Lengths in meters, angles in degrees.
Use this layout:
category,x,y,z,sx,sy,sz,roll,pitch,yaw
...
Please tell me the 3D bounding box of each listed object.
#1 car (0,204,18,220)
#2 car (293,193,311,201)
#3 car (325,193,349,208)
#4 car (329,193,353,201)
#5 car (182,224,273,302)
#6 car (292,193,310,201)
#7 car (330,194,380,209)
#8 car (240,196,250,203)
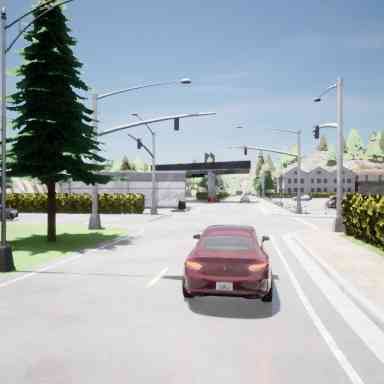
category,x,y,z,sx,sy,sz,roll,pitch,yaw
car,-16.208,1.492,26.272,4.902,1.511,2.128,0,0,9
car,26.034,1.077,79.047,3.866,1.878,1.905,0,0,9
car,19.529,1.330,42.028,5.027,1.636,2.152,0,0,9
car,33.283,1.097,74.555,4.605,1.855,1.932,0,0,9
car,0.940,1.526,8.241,1.812,1.442,4.674,0,0,9
car,24.904,1.361,75.861,3.806,1.475,1.970,0,0,9
car,19.084,1.340,38.922,4.514,1.523,2.007,0,0,9
car,10.849,1.526,68.068,1.812,1.442,4.674,0,0,10
